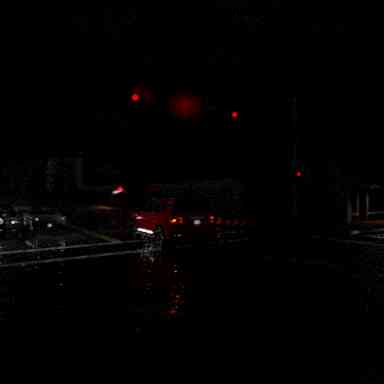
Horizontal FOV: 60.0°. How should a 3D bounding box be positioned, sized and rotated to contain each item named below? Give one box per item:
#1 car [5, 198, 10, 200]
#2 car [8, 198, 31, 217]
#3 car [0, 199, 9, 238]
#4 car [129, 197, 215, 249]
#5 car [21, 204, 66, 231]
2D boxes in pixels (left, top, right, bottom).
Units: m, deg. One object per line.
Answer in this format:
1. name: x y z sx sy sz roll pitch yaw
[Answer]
1. car: -26.450 1.660 48.283 1.837 1.490 4.892 0 0 -32
2. car: -16.535 1.610 32.440 1.812 1.442 4.674 0 0 -33
3. car: -10.887 1.398 17.066 2.097 1.767 4.553 0 0 -33
4. car: -1.105 1.255 15.169 2.150 2.045 5.566 1 0 -29
5. car: -9.501 1.655 21.343 1.895 1.301 4.718 0 0 -33
